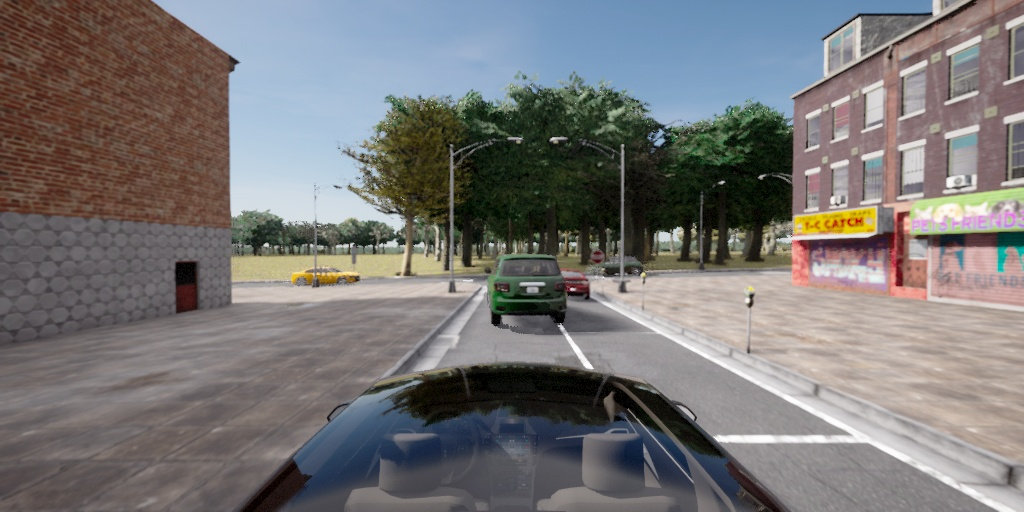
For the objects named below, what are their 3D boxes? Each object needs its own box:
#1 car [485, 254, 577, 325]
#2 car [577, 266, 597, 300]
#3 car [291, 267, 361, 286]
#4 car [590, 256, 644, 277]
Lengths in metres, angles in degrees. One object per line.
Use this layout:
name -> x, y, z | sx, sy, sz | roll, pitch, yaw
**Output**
car -> 0.306, 0.971, 11.965 | 2.150, 2.045, 5.566 | 0, 0, -5
car -> 2.644, 1.294, 17.565 | 1.888, 1.381, 4.507 | 0, 0, 0
car -> -14.472, 1.566, 28.012 | 5.008, 1.535, 1.882 | -1, 1, 0
car -> 8.844, 0.839, 30.949 | 4.553, 1.767, 2.097 | -1, 1, 0
